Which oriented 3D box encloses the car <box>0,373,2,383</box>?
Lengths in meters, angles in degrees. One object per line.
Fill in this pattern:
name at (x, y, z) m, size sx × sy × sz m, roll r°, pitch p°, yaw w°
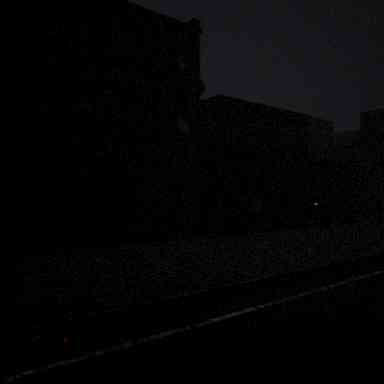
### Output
car at (-3.772, 1.223, 0.996) m, size 5.566 × 2.045 × 2.150 m, roll 0°, pitch 0°, yaw -36°
